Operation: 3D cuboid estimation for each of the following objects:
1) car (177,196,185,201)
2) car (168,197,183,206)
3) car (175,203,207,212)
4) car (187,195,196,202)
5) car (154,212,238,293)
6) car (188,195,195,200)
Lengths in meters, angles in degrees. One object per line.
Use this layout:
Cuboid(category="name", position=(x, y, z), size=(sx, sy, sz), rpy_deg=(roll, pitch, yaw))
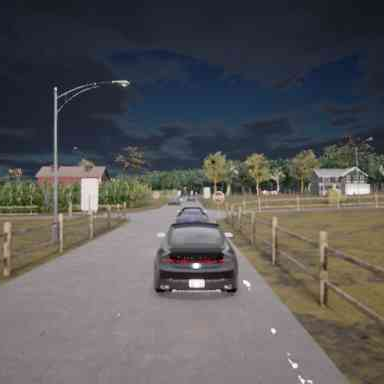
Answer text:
Cuboid(category="car", position=(-2.895, 1.703, 85.495), size=(1.895, 1.301, 4.718), rpy_deg=(0, 0, 0))
Cuboid(category="car", position=(-2.936, 1.661, 55.747), size=(1.994, 1.385, 4.181), rpy_deg=(0, 0, 0))
Cuboid(category="car", position=(0.008, 1.622, 20.668), size=(1.994, 1.385, 4.181), rpy_deg=(0, 0, -1))
Cuboid(category="car", position=(-0.140, 1.669, 81.548), size=(1.994, 1.385, 4.181), rpy_deg=(0, 0, 0))
Cuboid(category="car", position=(0.083, 1.535, 8.929), size=(1.837, 1.490, 4.892), rpy_deg=(0, 0, 0))
Cuboid(category="car", position=(-0.154, 1.508, 91.561), size=(2.033, 1.411, 5.357), rpy_deg=(0, 0, 0))
